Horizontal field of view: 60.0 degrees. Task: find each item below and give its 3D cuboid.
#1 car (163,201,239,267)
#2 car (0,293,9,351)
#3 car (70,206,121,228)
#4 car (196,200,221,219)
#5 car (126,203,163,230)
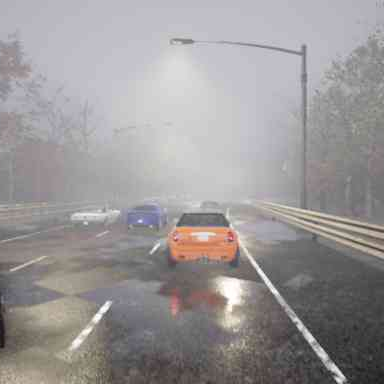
[{"bbox_3d":[0.391,1.327,11.543,2.097,1.767,4.553,0,0,2],"label":"car"},{"bbox_3d":[-3.336,1.481,2.445,2.128,1.511,4.902,0,0,1],"label":"car"},{"bbox_3d":[-6.094,1.533,21.772,1.895,1.301,4.718,0,0,4],"label":"car"},{"bbox_3d":[1.603,1.485,30.158,2.033,1.411,5.357,0,0,5],"label":"car"},{"bbox_3d":[-2.653,1.423,20.611,1.882,1.535,5.008,0,0,4],"label":"car"}]
